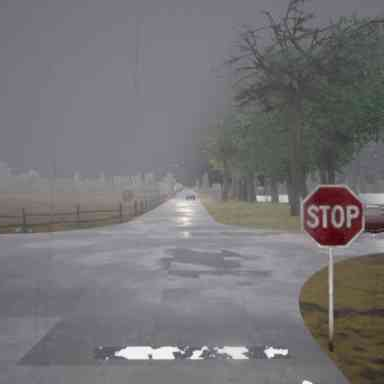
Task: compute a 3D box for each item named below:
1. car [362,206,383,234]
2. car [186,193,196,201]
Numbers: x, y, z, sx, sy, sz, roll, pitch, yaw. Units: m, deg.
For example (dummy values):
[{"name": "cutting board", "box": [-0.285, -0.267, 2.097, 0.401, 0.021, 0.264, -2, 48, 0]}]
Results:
[{"name": "car", "box": [8.164, 1.406, 16.130, 4.674, 1.442, 1.812, -1, -1, -6]}, {"name": "car", "box": [-0.260, 1.076, 71.240, 1.837, 1.490, 4.892, 0, 1, 0]}]
